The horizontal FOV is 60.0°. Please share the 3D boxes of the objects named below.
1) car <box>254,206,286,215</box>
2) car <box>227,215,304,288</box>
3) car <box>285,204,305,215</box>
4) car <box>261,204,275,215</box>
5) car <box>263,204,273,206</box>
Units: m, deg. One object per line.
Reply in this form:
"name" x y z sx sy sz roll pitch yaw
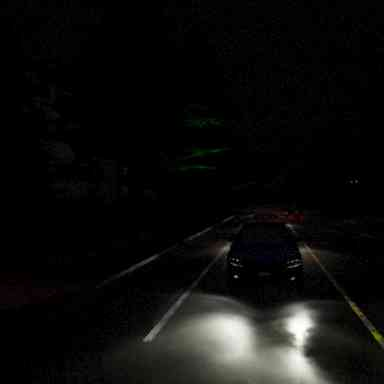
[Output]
"car" 4.438 1.866 19.849 1.882 1.535 5.008 -1 -1 13
"car" 2.217 1.677 10.116 1.882 1.535 5.008 -1 -1 13
"car" 13.983 2.338 44.969 1.812 1.442 4.674 -1 -2 13
"car" 11.146 2.486 48.762 1.812 1.442 4.674 -1 -1 13
"car" 7.278 2.155 32.241 1.812 1.442 4.674 -1 -1 13
